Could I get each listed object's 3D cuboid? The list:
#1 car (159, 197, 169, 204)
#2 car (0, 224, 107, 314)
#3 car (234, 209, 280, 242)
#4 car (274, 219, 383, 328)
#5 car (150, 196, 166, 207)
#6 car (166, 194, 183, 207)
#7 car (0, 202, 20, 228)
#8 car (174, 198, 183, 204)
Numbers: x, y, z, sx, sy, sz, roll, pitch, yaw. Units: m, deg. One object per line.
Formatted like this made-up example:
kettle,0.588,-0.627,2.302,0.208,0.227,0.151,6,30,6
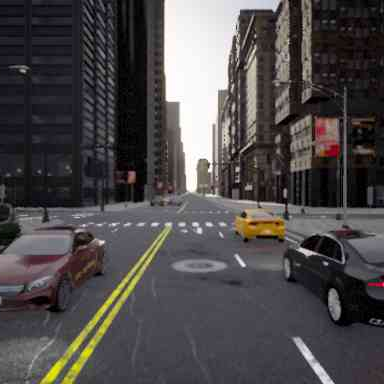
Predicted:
car,-6.380,2.038,77.350,1.882,1.535,5.008,0,0,0
car,-3.332,1.595,7.917,1.812,1.442,4.674,0,-1,0
car,3.376,1.626,17.311,1.882,1.535,5.008,0,0,0
car,3.359,1.568,7.160,1.837,1.490,4.892,0,-1,0
car,-6.437,1.684,61.767,2.150,2.045,5.566,0,0,1
car,-3.190,1.816,61.963,2.097,1.767,4.553,0,0,1
car,-6.582,1.299,8.582,2.150,2.045,5.566,0,-1,0
car,-3.129,2.086,77.417,1.812,1.442,4.674,0,0,0
